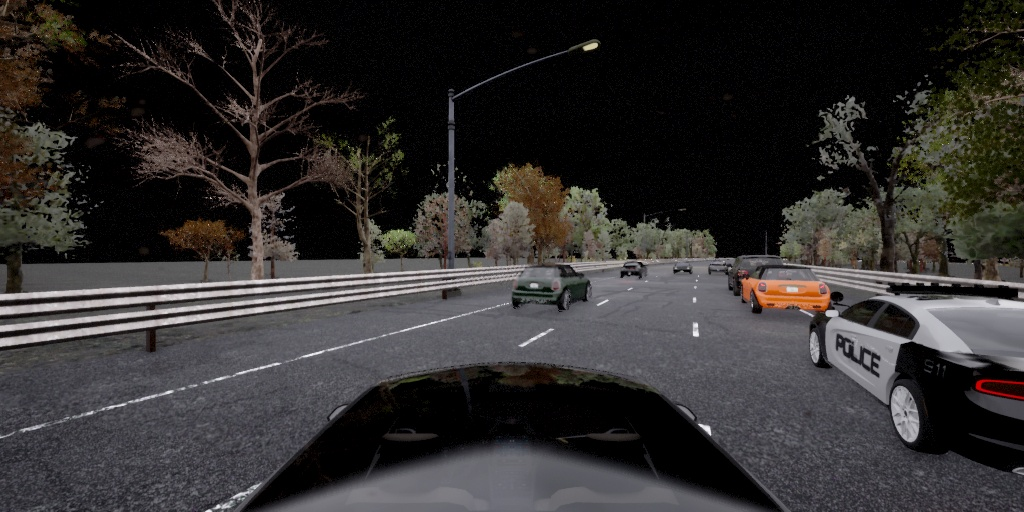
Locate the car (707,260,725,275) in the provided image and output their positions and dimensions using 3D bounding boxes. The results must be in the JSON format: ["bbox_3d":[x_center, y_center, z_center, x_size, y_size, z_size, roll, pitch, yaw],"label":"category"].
[{"bbox_3d":[22.585,1.262,39.278,2.128,1.511,4.902,0,0,30],"label":"car"}]

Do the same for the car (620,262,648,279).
[{"bbox_3d":[11.263,1.264,32.992,1.837,1.490,4.892,0,0,28],"label":"car"}]

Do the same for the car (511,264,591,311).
[{"bbox_3d":[1.767,1.101,14.756,2.097,1.767,4.553,0,0,27],"label":"car"}]

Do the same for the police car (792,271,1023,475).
[{"bbox_3d":[5.624,1.175,4.721,1.930,1.638,5.238,0,0,26],"label":"police car"}]

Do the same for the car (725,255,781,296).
[{"bbox_3d":[12.711,0.978,18.753,2.150,2.045,5.566,0,0,27],"label":"car"}]

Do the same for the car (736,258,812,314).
[{"bbox_3d":[9.979,1.102,13.428,2.097,1.767,4.553,0,0,27],"label":"car"}]

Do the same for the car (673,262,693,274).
[{"bbox_3d":[19.472,1.370,40.752,1.895,1.301,4.718,0,0,29],"label":"car"}]
